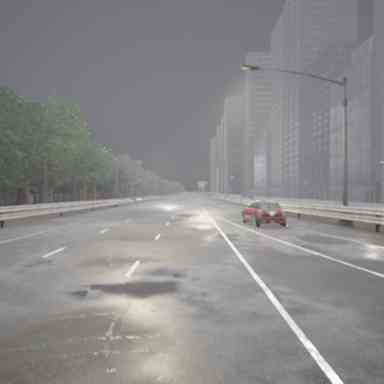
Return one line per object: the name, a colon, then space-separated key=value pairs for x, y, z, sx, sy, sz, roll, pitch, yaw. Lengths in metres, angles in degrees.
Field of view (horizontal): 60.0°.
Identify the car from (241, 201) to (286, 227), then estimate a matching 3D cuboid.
car: x=4.995 y=1.461 z=23.844 sx=2.097 sy=1.767 sz=4.553 roll=0 pitch=0 yaw=-6
